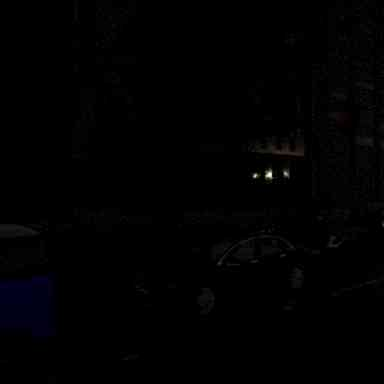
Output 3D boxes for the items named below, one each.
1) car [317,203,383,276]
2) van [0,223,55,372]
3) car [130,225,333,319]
[{"bbox_3d":[5.415,1.308,10.519,5.009,1.841,2.192,0,0,-36],"label":"car"},{"bbox_3d":[-3.767,1.342,3.965,3.998,1.788,1.690,0,0,-36],"label":"van"},{"bbox_3d":[0.825,1.547,7.241,4.403,1.369,2.008,0,0,-36],"label":"car"}]
